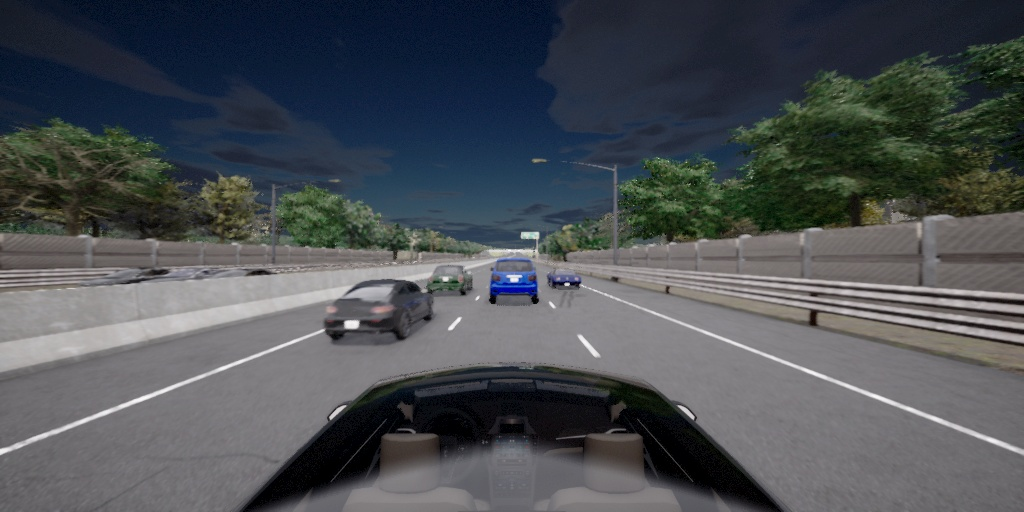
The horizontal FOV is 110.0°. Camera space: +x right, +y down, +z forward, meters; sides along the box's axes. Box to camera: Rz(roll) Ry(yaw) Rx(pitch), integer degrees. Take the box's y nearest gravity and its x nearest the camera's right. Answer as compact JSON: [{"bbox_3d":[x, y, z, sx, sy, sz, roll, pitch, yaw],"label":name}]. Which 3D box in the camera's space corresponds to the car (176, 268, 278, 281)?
[{"bbox_3d":[-14.103,1.407,18.616,1.837,1.490,4.892,0,-1,0],"label":"car"}]

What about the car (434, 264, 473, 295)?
[{"bbox_3d":[-3.504,1.276,21.127,2.097,1.767,4.553,0,0,0],"label":"car"}]

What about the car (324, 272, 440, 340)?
[{"bbox_3d":[-3.502,1.354,10.155,1.812,1.442,4.674,0,-1,0],"label":"car"}]

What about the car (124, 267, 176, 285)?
[{"bbox_3d":[-17.602,1.404,19.837,2.128,1.511,4.902,0,0,0],"label":"car"}]

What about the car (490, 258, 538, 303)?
[{"bbox_3d":[0.074,1.119,17.795,2.150,2.045,5.566,0,0,0],"label":"car"}]

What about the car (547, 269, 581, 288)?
[{"bbox_3d":[3.595,1.563,25.591,1.895,1.301,4.718,0,0,0],"label":"car"}]

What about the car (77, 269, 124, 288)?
[{"bbox_3d":[-21.102,1.420,20.237,1.837,1.490,4.892,0,0,0],"label":"car"}]
